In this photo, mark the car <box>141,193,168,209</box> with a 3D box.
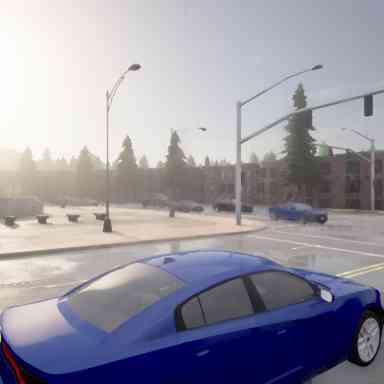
[{"bbox_3d":[-4.711,1.217,46.171,5.566,2.045,2.150,1,0,39],"label":"car"}]

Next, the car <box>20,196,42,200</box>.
[{"bbox_3d":[-29.923,1.505,60.651,4.892,1.490,1.837,0,0,5],"label":"car"}]

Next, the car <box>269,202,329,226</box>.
[{"bbox_3d":[7.569,1.477,24.030,1.882,1.535,5.008,1,0,-23],"label":"car"}]

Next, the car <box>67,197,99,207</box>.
[{"bbox_3d":[-15.896,1.564,49.560,4.181,1.385,1.994,0,0,26],"label":"car"}]

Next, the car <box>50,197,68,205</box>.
[{"bbox_3d":[-21.246,1.498,55.666,5.008,1.535,1.882,0,0,16],"label":"car"}]

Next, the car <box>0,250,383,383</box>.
[{"bbox_3d":[0.427,1.478,4.100,5.008,1.535,1.882,0,0,-35],"label":"car"}]

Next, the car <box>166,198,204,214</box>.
[{"bbox_3d":[-0.579,1.563,36.291,1.994,1.385,4.181,0,0,-38],"label":"car"}]

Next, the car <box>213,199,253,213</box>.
[{"bbox_3d":[4.307,1.477,35.629,1.882,1.535,5.008,0,0,-37],"label":"car"}]
